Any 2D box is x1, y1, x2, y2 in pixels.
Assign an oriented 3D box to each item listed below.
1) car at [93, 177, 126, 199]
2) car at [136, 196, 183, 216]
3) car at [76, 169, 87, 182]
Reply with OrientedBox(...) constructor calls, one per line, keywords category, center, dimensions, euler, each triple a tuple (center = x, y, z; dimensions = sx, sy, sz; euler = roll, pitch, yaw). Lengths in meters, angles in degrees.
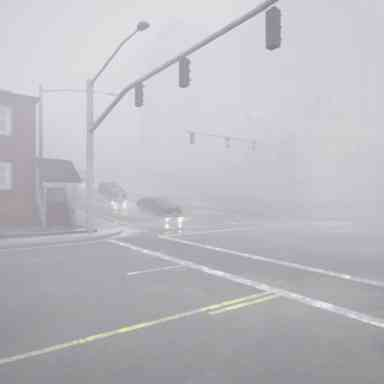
OrientedBox(category="car", center=(-8.923, -0.286, 37.001), dimensions=(2.128, 1.511, 4.902), euler=(0, 10, -35))
OrientedBox(category="car", center=(-2.943, 1.085, 28.676), dimensions=(2.033, 1.411, 5.357), euler=(0, 5, -36))
OrientedBox(category="car", center=(-14.929, -2.320, 45.368), dimensions=(2.033, 1.411, 5.357), euler=(0, 12, -35))
